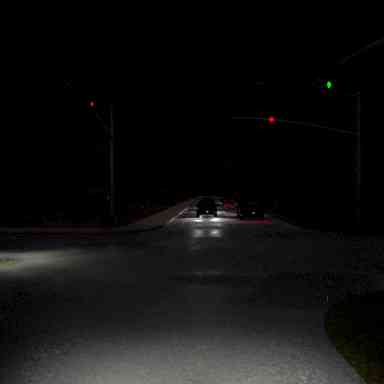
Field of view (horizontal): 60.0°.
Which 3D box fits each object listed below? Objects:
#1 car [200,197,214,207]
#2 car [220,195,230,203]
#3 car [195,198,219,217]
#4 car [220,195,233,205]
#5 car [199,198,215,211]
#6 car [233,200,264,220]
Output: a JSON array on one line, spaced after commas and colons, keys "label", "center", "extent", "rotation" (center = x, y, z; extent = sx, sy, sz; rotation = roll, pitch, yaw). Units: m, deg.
[{"label": "car", "center": [2.339, 1.529, 50.357], "extent": [1.994, 1.385, 4.181], "rotation": [0, 0, 3]}, {"label": "car", "center": [6.838, 1.470, 68.975], "extent": [1.837, 1.490, 4.892], "rotation": [0, 0, 3]}, {"label": "car", "center": [1.384, 1.470, 30.997], "extent": [1.837, 1.490, 4.892], "rotation": [0, 0, 3]}, {"label": "car", "center": [6.353, 1.566, 59.014], "extent": [1.895, 1.301, 4.718], "rotation": [0, 0, 3]}, {"label": "car", "center": [1.847, 1.470, 40.449], "extent": [1.837, 1.490, 4.892], "rotation": [0, 0, 3]}, {"label": "car", "center": [4.843, 1.443, 27.991], "extent": [1.882, 1.535, 5.008], "rotation": [0, 0, 3]}]
